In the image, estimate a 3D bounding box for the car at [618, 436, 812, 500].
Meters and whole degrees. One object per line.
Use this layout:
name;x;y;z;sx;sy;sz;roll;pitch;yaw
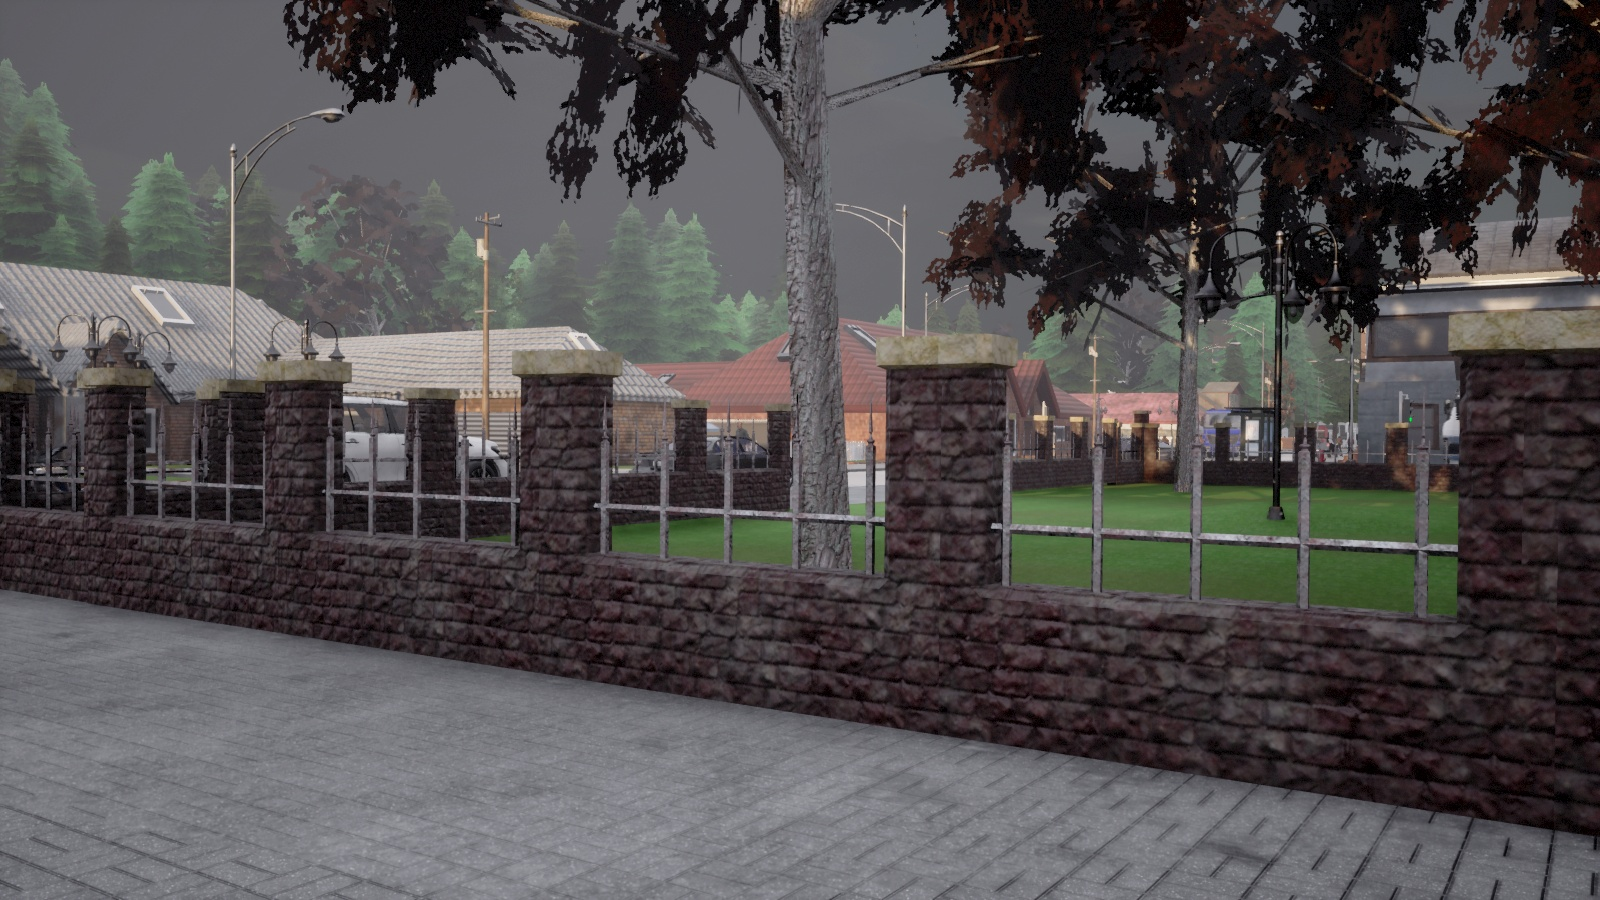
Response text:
car;-1.944;0.375;30.879;2.033;1.411;5.357;0;1;31

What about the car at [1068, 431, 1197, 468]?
car;13.493;-0.044;51.304;2.033;1.411;5.357;-1;1;-27

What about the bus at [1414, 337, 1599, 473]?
bus;26.132;-1.445;41.231;10.273;4.253;3.944;0;1;33

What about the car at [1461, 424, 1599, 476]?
car;23.066;-0.023;38.337;5.008;1.535;1.882;0;1;30

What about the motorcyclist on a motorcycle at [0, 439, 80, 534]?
motorcyclist on a motorcycle;-13.353;0.602;20.905;0.866;1.530;2.191;0;1;33

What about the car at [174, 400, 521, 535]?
car;-7.683;0.219;22.017;2.150;2.045;5.566;0;1;32

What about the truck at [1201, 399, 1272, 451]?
truck;30.727;-1.733;88.221;2.891;3.462;7.936;0;1;33
